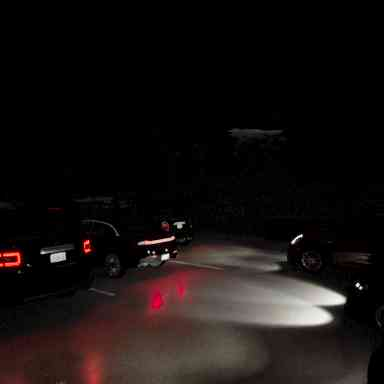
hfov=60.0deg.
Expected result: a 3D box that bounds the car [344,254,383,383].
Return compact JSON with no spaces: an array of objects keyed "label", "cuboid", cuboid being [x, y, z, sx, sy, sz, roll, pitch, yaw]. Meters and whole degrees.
[{"label":"car","cuboid":[3.554,1.474,1.452,5.008,1.535,1.882,0,0,35]}]

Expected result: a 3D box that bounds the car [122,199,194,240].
[{"label":"car","cuboid":[-2.206,1.351,14.123,4.553,1.767,2.097,0,0,35]}]

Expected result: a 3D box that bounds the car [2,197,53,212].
[{"label":"car","cuboid":[-19.152,1.396,38.836,2.128,1.511,4.902,0,0,39]}]

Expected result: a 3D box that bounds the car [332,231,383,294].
[{"label":"car","cuboid":[4.607,1.564,4.996,4.181,1.385,1.994,0,0,36]}]

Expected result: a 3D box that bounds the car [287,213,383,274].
[{"label":"car","cuboid":[4.981,1.352,9.040,4.553,1.767,2.097,0,0,36]}]

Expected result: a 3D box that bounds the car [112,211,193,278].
[{"label":"car","cuboid":[-2.666,1.491,10.154,4.902,1.511,2.128,0,0,36]}]

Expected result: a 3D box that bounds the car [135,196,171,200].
[{"label":"car","cuboid":[-5.672,1.464,52.552,5.357,1.411,2.033,0,0,-38]}]

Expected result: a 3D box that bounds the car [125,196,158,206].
[{"label":"car","cuboid":[-8.276,1.380,54.794,5.008,1.535,1.882,0,0,-39]}]

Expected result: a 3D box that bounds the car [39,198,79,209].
[{"label":"car","cuboid":[-18.153,1.491,45.554,1.895,1.301,4.718,0,0,43]}]

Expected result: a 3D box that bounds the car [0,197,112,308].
[{"label":"car","cuboid":[-4.551,1.221,7.228,5.566,2.045,2.150,0,0,33]}]
